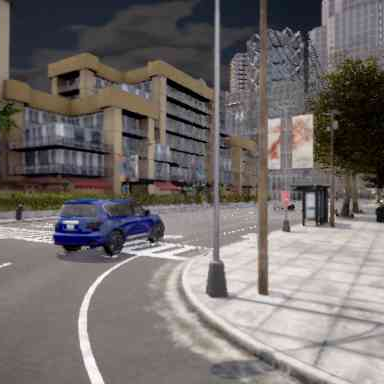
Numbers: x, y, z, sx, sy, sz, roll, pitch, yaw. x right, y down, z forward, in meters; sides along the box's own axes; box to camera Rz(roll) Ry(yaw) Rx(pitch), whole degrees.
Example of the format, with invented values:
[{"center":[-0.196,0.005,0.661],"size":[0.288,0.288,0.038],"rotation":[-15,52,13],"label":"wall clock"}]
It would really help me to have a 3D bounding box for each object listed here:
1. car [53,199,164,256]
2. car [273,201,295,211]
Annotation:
[{"center":[-3.190,1.318,13.919],"size":[2.150,2.045,5.566],"rotation":[-1,-1,21],"label":"car"},{"center":[13.244,1.985,47.976],"size":[2.033,1.411,5.357],"rotation":[0,-1,32],"label":"car"}]
